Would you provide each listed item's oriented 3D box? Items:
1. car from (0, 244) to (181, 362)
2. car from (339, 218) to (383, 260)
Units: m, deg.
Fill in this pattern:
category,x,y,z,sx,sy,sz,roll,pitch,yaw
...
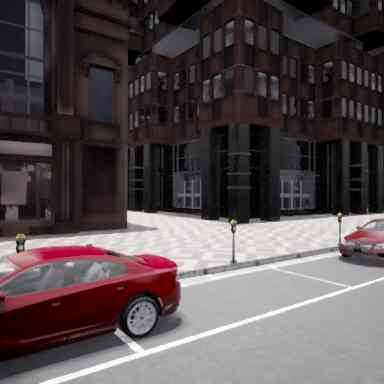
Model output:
category,x,y,z,sx,sy,sz,roll,pitch,yaw
car,-2.297,1.542,5.006,4.507,1.381,1.887,0,0,-35
car,6.823,1.581,11.512,4.206,1.307,1.802,0,0,-35
